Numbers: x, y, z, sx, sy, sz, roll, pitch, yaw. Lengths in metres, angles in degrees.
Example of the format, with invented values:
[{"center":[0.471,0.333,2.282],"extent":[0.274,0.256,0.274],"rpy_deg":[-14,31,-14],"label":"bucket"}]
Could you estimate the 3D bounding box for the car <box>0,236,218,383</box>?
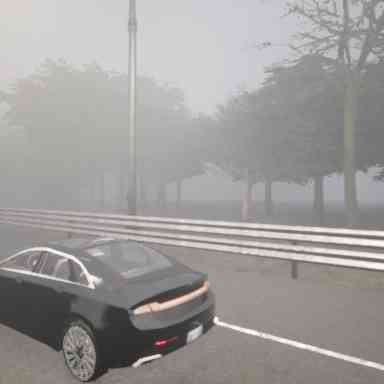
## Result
[{"center":[-1.919,1.493,5.447],"extent":[4.902,1.511,2.128],"rpy_deg":[0,0,36],"label":"car"}]
